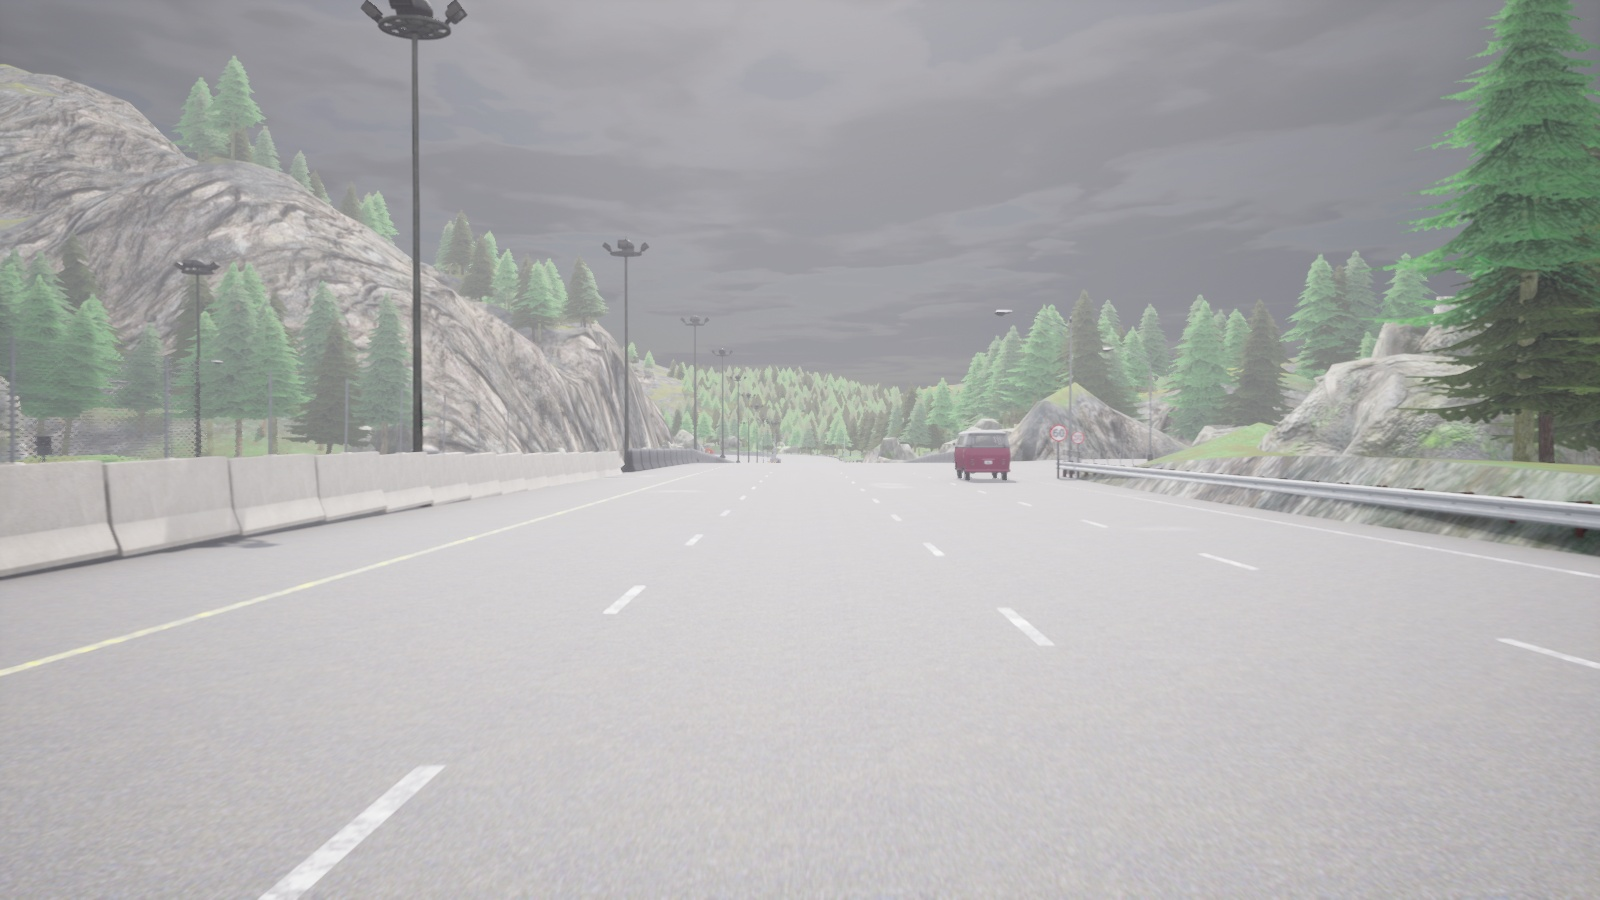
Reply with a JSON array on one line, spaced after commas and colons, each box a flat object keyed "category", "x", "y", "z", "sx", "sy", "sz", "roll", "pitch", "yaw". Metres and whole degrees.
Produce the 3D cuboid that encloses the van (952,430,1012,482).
[{"category": "van", "x": 7.263, "y": 0.208, "z": 50.484, "sx": 1.775, "sy": 1.987, "sz": 4.442, "roll": 0, "pitch": 0, "yaw": 0}]
